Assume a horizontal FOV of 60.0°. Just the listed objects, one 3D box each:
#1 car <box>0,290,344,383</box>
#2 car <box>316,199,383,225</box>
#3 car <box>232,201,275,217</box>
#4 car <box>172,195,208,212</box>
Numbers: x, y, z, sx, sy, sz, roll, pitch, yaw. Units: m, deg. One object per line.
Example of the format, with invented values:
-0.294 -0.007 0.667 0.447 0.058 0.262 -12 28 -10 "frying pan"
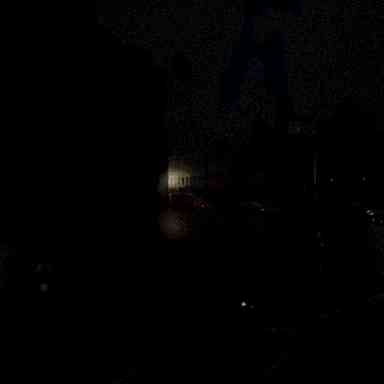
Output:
-0.668 1.567 2.326 4.313 1.339 1.947 0 0 -35 "car"
11.516 1.424 24.324 2.097 1.767 4.553 1 -1 -36 "car"
5.834 1.617 32.277 1.812 1.442 4.674 1 -1 -35 "car"
-0.337 1.336 40.968 2.150 2.045 5.566 1 -1 -35 "car"
